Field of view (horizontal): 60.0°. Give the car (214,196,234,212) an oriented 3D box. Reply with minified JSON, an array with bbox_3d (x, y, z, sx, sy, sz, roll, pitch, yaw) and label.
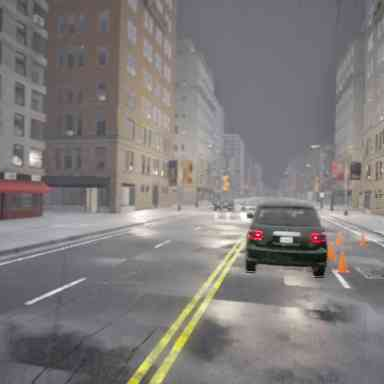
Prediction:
[{"bbox_3d":[4.388,1.500,44.551,2.150,2.045,5.566,1,0,14],"label":"car"}]

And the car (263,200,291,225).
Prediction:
[{"bbox_3d":[7.033,1.608,27.619,2.097,1.767,4.553,1,0,14],"label":"car"}]

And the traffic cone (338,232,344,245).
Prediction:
[{"bbox_3d":[6.925,2.157,15.592,0.340,0.580,0.340,1,0,14],"label":"traffic cone"}]

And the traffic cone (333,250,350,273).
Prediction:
[{"bbox_3d":[4.526,2.086,10.003,0.340,0.580,0.340,1,0,14],"label":"traffic cone"}]

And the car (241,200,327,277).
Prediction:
[{"bbox_3d":[2.964,1.325,10.973,2.150,2.045,5.566,1,0,13],"label":"car"}]

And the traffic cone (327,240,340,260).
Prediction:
[{"bbox_3d":[5.002,2.104,11.945,0.340,0.580,0.340,1,0,14],"label":"traffic cone"}]

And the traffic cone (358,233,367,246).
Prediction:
[{"bbox_3d":[7.896,2.175,15.354,0.340,0.580,0.340,1,0,14],"label":"traffic cone"}]
